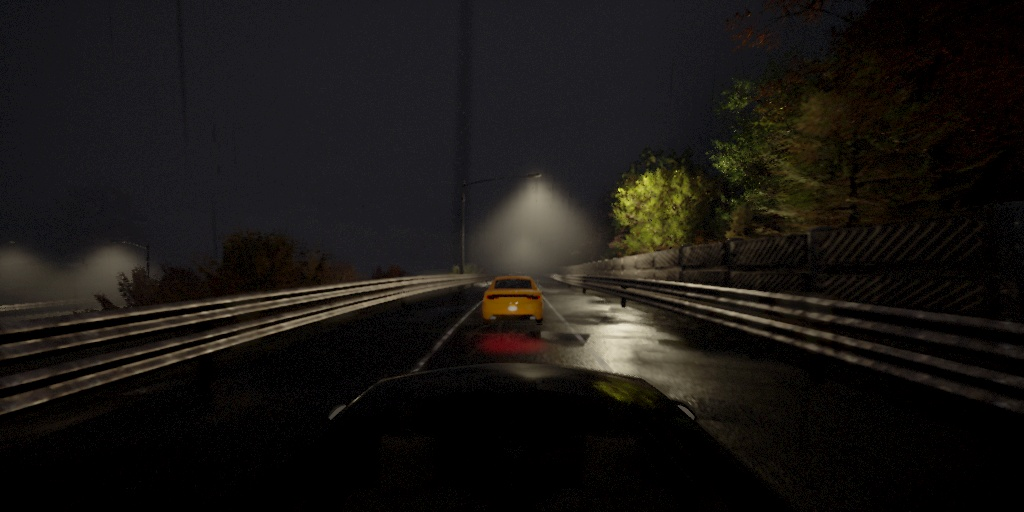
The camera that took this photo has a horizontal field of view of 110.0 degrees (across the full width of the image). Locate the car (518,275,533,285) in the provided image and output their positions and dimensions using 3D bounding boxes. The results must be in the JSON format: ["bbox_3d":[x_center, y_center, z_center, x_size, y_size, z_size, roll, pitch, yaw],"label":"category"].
[{"bbox_3d":[1.921,3.249,49.907,1.895,1.301,4.718,0,-3,4],"label":"car"}]

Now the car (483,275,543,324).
[{"bbox_3d":[0.058,1.456,12.965,1.882,1.535,5.008,0,-2,1],"label":"car"}]
